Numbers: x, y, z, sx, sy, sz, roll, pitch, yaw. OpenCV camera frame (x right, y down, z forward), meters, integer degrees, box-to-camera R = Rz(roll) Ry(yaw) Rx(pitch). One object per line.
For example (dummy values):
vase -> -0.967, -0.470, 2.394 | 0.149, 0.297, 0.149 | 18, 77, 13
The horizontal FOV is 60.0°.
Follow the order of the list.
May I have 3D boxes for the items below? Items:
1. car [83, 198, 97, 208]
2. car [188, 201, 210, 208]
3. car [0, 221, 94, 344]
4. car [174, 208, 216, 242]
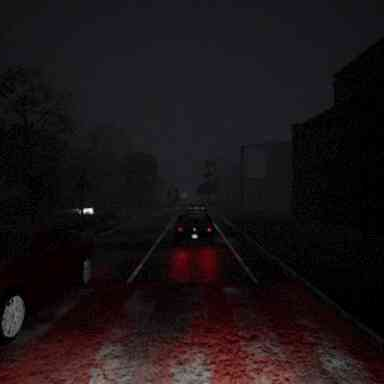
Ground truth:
car -> -15.802, 1.615, 51.360 | 2.128, 1.511, 4.902 | -1, 1, -12
car -> 0.605, 1.646, 31.833 | 2.128, 1.511, 4.902 | 0, 0, 5
car -> -3.340, 1.328, 6.166 | 1.882, 1.535, 5.008 | 0, -3, 0
car -> 0.120, 1.687, 16.838 | 1.895, 1.301, 4.718 | 0, 0, 0
